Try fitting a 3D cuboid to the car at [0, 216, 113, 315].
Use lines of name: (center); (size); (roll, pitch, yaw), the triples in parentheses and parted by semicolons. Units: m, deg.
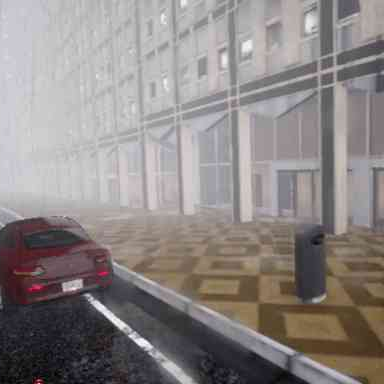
car: (-3.210, 1.259, 7.093); (1.812, 1.442, 4.674); (-5, 4, -35)
